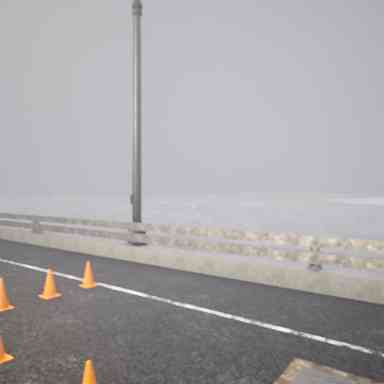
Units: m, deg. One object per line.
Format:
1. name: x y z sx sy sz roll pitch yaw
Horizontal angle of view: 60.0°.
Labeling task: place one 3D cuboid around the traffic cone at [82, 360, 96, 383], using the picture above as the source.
1. traffic cone: -1.021 1.964 3.288 0.340 0.580 0.340 0 0 36

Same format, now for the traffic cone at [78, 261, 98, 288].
1. traffic cone: -2.514 1.974 8.059 0.340 0.580 0.340 0 0 36

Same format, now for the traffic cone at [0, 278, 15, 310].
1. traffic cone: -3.682 1.969 6.436 0.340 0.580 0.340 0 0 36

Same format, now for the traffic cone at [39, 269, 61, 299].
1. traffic cone: -3.098 1.972 7.248 0.340 0.580 0.340 0 0 36

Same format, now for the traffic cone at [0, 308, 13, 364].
1. traffic cone: -2.643 1.965 4.456 0.340 0.580 0.340 0 0 36
